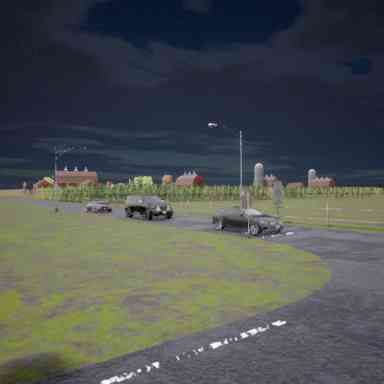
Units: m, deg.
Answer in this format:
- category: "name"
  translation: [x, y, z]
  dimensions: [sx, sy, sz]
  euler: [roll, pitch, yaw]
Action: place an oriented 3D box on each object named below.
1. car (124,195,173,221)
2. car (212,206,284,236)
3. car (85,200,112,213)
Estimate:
- category: "car"
  translation: [-3.793, 1.269, 28.254]
  dimensions: [2.150, 2.045, 5.566]
  euler: [-1, 0, -36]
- category: "car"
  translation: [3.051, 1.555, 19.163]
  dimensions: [1.812, 1.442, 4.674]
  euler: [-1, 0, -37]
- category: "car"
  translation: [-10.634, 1.628, 37.783]
  dimensions: [1.994, 1.385, 4.181]
  euler: [-1, 0, -35]
